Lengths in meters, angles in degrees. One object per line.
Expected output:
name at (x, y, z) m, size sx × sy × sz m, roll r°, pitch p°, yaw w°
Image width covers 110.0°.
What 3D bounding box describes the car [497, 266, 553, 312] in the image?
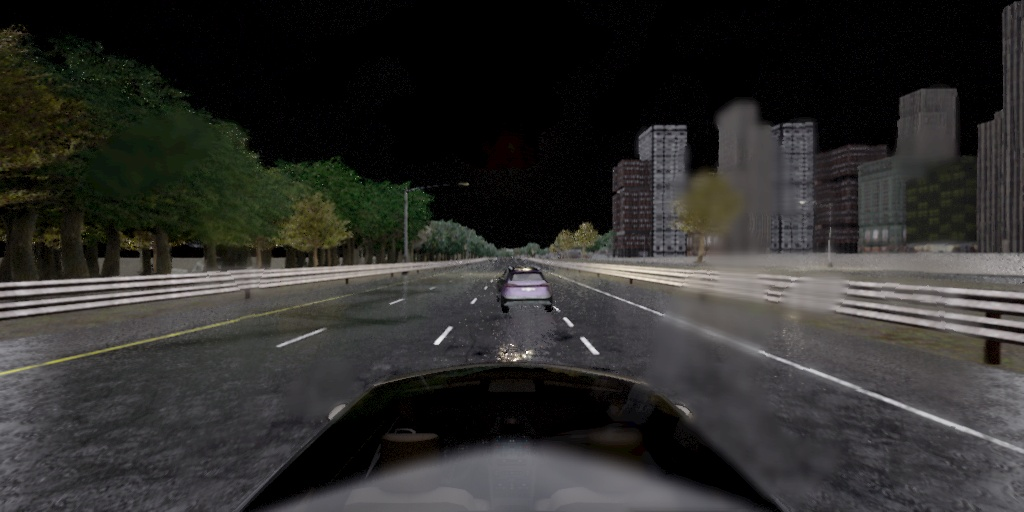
car at (0.413, 1.224, 14.718) m, size 2.033 × 1.649 × 4.856 m, roll -1°, pitch 0°, yaw -4°
